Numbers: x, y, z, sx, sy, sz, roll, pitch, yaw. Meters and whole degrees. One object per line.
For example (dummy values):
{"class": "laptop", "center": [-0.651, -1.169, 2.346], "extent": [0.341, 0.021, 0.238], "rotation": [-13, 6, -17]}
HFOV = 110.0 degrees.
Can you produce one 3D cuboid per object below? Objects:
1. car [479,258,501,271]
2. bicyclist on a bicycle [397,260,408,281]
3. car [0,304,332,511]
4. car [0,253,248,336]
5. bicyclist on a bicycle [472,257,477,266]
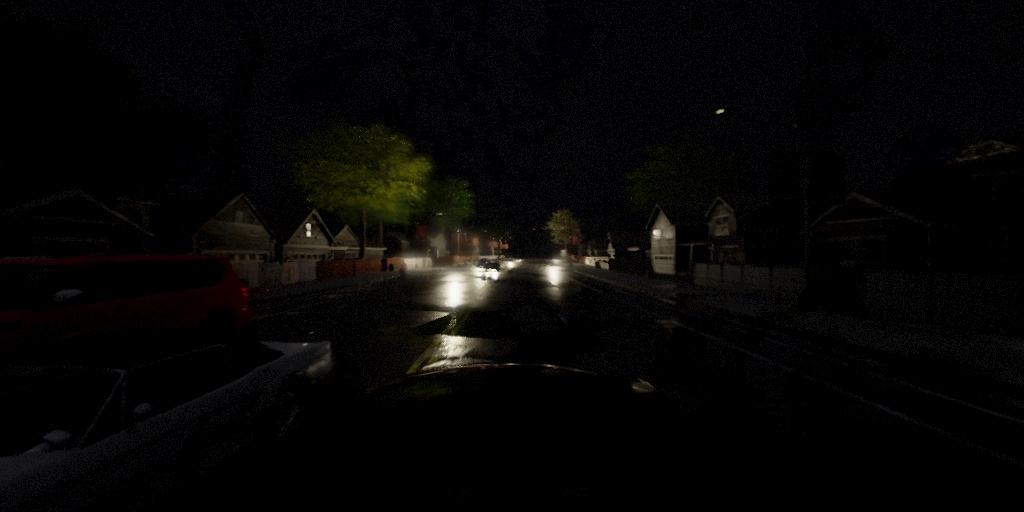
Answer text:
{"class": "car", "center": [-2.551, 1.152, 46.666], "extent": [2.128, 1.511, 4.902], "rotation": [0, 0, 3]}
{"class": "bicyclist on a bicycle", "center": [-8.700, 1.152, 28.610], "extent": [0.866, 1.612, 1.509], "rotation": [0, 0, 1]}
{"class": "car", "center": [-3.351, 1.350, 2.600], "extent": [1.895, 1.301, 4.718], "rotation": [0, 0, 0]}
{"class": "car", "center": [-6.601, 0.970, 5.258], "extent": [2.150, 2.045, 5.566], "rotation": [0, 0, 0]}
{"class": "bicyclist on a bicycle", "center": [-6.761, 1.031, 64.810], "extent": [0.866, 1.612, 1.509], "rotation": [0, 0, 4]}
